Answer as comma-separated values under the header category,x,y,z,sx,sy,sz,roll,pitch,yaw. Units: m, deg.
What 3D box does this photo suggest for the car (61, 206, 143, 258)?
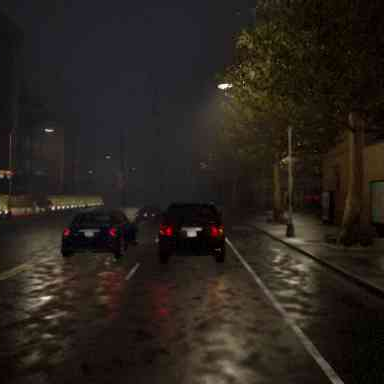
category,x,y,z,sx,sy,sz,roll,pitch,yaw
car,-3.481,1.482,13.431,2.097,1.767,4.553,0,-1,0

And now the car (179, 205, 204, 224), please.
category,x,y,z,sx,sy,sz,roll,pitch,yaw
car,0.011,1.841,28.506,1.994,1.385,4.181,0,0,1

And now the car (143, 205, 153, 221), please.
category,x,y,z,sx,sy,sz,roll,pitch,yaw
car,-3.494,1.815,27.517,2.033,1.411,5.357,0,-1,0

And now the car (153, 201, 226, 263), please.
category,x,y,z,sx,sy,sz,roll,pitch,yaw
car,0.007,1.348,12.565,2.150,2.045,5.566,0,0,0
